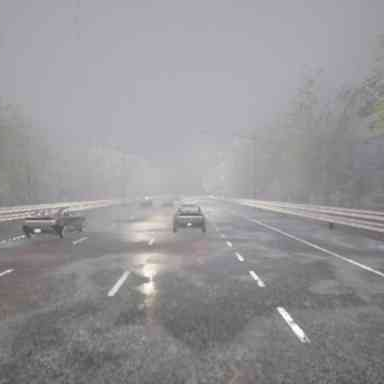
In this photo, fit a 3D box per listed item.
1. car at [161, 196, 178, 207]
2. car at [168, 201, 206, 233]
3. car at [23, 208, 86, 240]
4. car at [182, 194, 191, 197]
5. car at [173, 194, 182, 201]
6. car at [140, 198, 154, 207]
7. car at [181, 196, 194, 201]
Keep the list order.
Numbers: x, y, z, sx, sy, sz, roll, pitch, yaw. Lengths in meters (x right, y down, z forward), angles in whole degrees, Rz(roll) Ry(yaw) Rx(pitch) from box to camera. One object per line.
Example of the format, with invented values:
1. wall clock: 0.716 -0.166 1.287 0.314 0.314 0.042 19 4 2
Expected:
1. car: -3.954 1.799 55.491 2.033 1.411 5.357 0 0 0
2. car: -0.158 1.562 20.390 2.128 1.511 4.902 0 0 0
3. car: -7.138 1.583 17.754 2.128 1.511 4.902 0 0 0
4. car: -0.618 1.689 75.146 2.097 1.767 4.553 0 0 0
5. car: -4.269 1.667 93.314 2.150 2.045 5.566 0 0 0
6. car: -7.456 1.760 55.549 2.128 1.511 4.902 0 0 0
7. car: -0.451 1.837 55.500 1.895 1.301 4.718 0 0 0
